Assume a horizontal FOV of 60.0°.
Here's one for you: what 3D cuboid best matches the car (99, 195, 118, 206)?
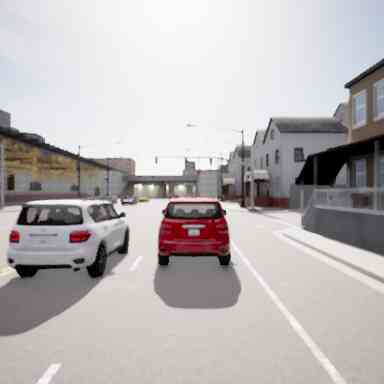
[{"bbox_3d":[-14.069,1.363,56.349,2.097,1.767,4.553,0,0,0],"label":"car"}]

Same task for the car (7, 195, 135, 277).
[{"bbox_3d":[-3.430,1.223,10.384,2.150,2.045,5.566,0,0,0],"label":"car"}]

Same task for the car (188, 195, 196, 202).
[{"bbox_3d":[-0.016,1.362,71.809,1.837,1.490,4.892,0,0,0],"label":"car"}]

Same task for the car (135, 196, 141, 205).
[{"bbox_3d":[-10.568,1.559,56.235,2.033,1.411,5.357,0,0,1],"label":"car"}]

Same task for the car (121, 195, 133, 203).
[{"bbox_3d":[-14.016,1.514,71.961,1.837,1.490,4.892,0,0,0],"label":"car"}]

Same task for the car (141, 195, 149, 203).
[{"bbox_3d":[-10.516,1.492,71.894,1.882,1.535,5.008,0,0,0],"label":"car"}]

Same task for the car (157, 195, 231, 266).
[{"bbox_3d":[0.075,1.218,11.662,2.150,2.045,5.566,0,-1,1],"label":"car"}]
